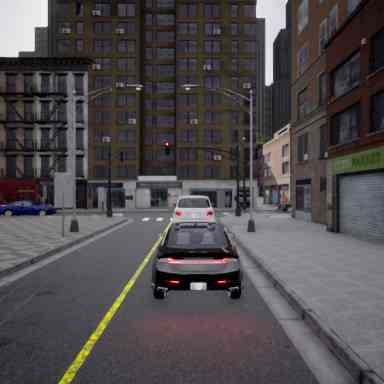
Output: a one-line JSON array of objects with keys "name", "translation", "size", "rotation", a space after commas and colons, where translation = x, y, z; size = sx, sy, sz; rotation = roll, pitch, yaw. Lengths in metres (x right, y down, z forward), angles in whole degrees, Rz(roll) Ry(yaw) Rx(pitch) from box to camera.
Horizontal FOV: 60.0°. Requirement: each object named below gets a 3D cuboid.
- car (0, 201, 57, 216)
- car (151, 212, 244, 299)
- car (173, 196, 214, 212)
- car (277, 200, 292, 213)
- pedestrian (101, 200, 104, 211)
[{"name": "car", "translation": [-15.487, 1.576, 31.649], "size": [5.008, 1.535, 1.882], "rotation": [0, 0, -2]}, {"name": "car", "translation": [0.097, 1.490, 8.440], "size": [2.128, 1.511, 4.902], "rotation": [0, 0, 0]}, {"name": "car", "translation": [0.092, 1.214, 18.894], "size": [2.150, 2.045, 5.566], "rotation": [0, 0, 0]}, {"name": "car", "translation": [11.480, 1.377, 35.216], "size": [4.892, 1.490, 1.837], "rotation": [-1, 0, -2]}, {"name": "pedestrian", "translation": [-10.174, 1.496, 37.960], "size": [0.375, 1.300, 0.375], "rotation": [0, 0, -1]}]
